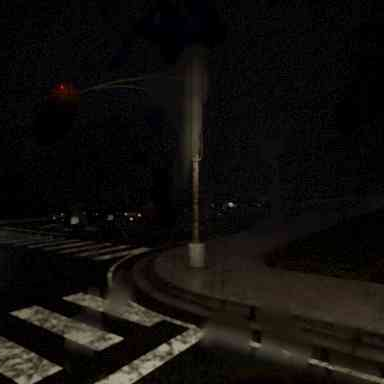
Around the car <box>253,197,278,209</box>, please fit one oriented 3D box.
[{"bbox_3d":[9.555,1.398,42.957,1.812,1.442,4.674,0,0,35],"label":"car"}]

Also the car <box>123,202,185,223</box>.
[{"bbox_3d":[-2.718,1.484,25.424,2.033,1.411,5.357,0,0,35],"label":"car"}]

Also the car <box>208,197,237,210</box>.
[{"bbox_3d":[3.800,1.403,40.418,1.837,1.490,4.892,0,0,35],"label":"car"}]

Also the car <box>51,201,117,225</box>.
[{"bbox_3d":[-7.666,1.442,24.005,1.882,1.535,5.008,0,0,35],"label":"car"}]
